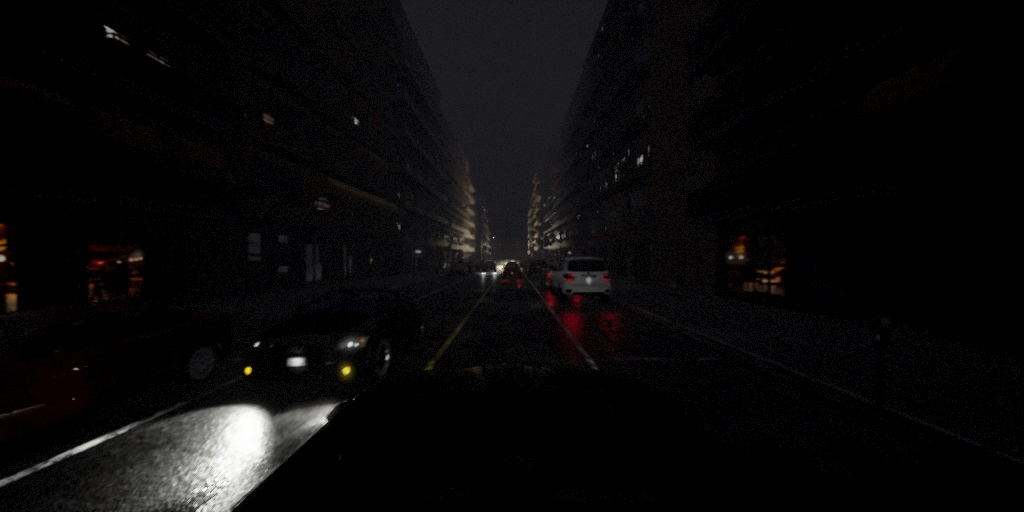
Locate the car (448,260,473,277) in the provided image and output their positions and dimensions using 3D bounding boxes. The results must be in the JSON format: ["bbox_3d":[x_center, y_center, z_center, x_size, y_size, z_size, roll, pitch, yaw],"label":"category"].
[{"bbox_3d":[-5.693,1.470,38.330,1.888,1.381,4.507,0,0,0],"label":"car"}]

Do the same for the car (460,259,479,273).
[{"bbox_3d":[-5.693,1.264,43.993,2.192,1.841,5.009,0,0,0],"label":"car"}]

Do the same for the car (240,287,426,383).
[{"bbox_3d":[-3.089,1.342,7.131,1.994,1.385,4.181,0,0,0],"label":"car"}]

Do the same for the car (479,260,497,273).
[{"bbox_3d":[-3.067,1.497,49.462,1.812,1.442,4.674,0,0,0],"label":"car"}]

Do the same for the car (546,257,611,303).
[{"bbox_3d":[3.106,1.050,17.196,2.150,2.045,5.566,0,0,0],"label":"car"}]

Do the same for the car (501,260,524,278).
[{"bbox_3d":[0.029,1.438,36.213,1.812,1.442,4.674,0,0,0],"label":"car"}]

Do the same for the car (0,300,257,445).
[{"bbox_3d":[-5.691,1.311,4.342,1.888,1.381,4.507,0,0,0],"label":"car"}]

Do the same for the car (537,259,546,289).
[{"bbox_3d":[3.112,1.207,24.135,2.097,1.767,4.553,0,0,0],"label":"car"}]

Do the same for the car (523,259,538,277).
[{"bbox_3d":[2.655,1.235,38.389,2.192,1.841,5.009,0,0,0],"label":"car"}]
